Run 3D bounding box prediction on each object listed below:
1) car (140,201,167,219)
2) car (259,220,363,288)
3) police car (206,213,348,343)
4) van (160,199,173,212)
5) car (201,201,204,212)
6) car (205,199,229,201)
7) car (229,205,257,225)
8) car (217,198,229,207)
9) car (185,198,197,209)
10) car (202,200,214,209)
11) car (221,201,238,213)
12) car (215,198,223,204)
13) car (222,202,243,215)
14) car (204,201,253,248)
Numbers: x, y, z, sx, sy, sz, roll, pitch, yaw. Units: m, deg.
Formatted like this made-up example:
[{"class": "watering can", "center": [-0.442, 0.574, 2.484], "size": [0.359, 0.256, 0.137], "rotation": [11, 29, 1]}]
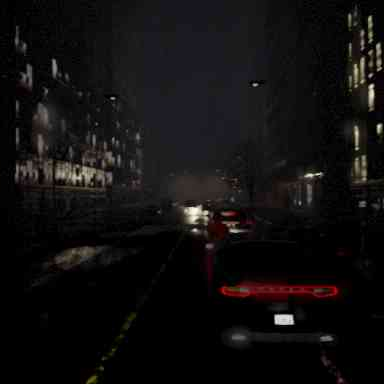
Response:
[{"class": "car", "center": [-4.015, 1.915, 33.236], "size": [2.008, 1.369, 4.403], "rotation": [0, -1, 3]}, {"class": "car", "center": [3.268, 1.659, 10.090], "size": [1.802, 1.307, 4.206], "rotation": [0, -1, 3]}, {"class": "police car", "center": [1.323, 1.486, 6.925], "size": [1.930, 1.638, 5.238], "rotation": [0, -1, 3]}, {"class": "van", "center": [-3.472, 1.805, 44.610], "size": [1.690, 1.788, 3.998], "rotation": [0, -1, 3]}, {"class": "car", "center": [2.237, 2.019, 44.507], "size": [1.895, 1.301, 4.718], "rotation": [0, 0, 3]}, {"class": "car", "center": [2.079, 1.564, 22.767], "size": [2.097, 1.767, 4.553], "rotation": [0, -1, 3]}, {"class": "car", "center": [4.084, 1.823, 27.147], "size": [1.802, 1.307, 4.206], "rotation": [0, -1, 3]}, {"class": "car", "center": [5.715, 1.974, 61.263], "size": [1.967, 1.590, 4.097], "rotation": [0, 0, 3]}, {"class": "car", "center": [-0.189, 2.021, 56.960], "size": [1.882, 1.535, 5.008], "rotation": [0, 0, 3]}, {"class": "car", "center": [2.845, 2.089, 57.559], "size": [1.994, 1.385, 4.181], "rotation": [0, 0, 3]}, {"class": "car", "center": [4.900, 1.945, 44.204], "size": [2.008, 1.369, 4.403], "rotation": [0, 0, 3]}, {"class": "car", "center": [6.804, 2.255, 84.005], "size": [1.887, 1.381, 4.507], "rotation": [0, 0, 3]}, {"class": "car", "center": [4.628, 1.896, 38.519], "size": [2.008, 1.369, 4.403], "rotation": [0, -1, 3]}, {"class": "car", "center": [1.793, 1.507, 16.775], "size": [2.097, 1.767, 4.553], "rotation": [0, -1, 3]}]
